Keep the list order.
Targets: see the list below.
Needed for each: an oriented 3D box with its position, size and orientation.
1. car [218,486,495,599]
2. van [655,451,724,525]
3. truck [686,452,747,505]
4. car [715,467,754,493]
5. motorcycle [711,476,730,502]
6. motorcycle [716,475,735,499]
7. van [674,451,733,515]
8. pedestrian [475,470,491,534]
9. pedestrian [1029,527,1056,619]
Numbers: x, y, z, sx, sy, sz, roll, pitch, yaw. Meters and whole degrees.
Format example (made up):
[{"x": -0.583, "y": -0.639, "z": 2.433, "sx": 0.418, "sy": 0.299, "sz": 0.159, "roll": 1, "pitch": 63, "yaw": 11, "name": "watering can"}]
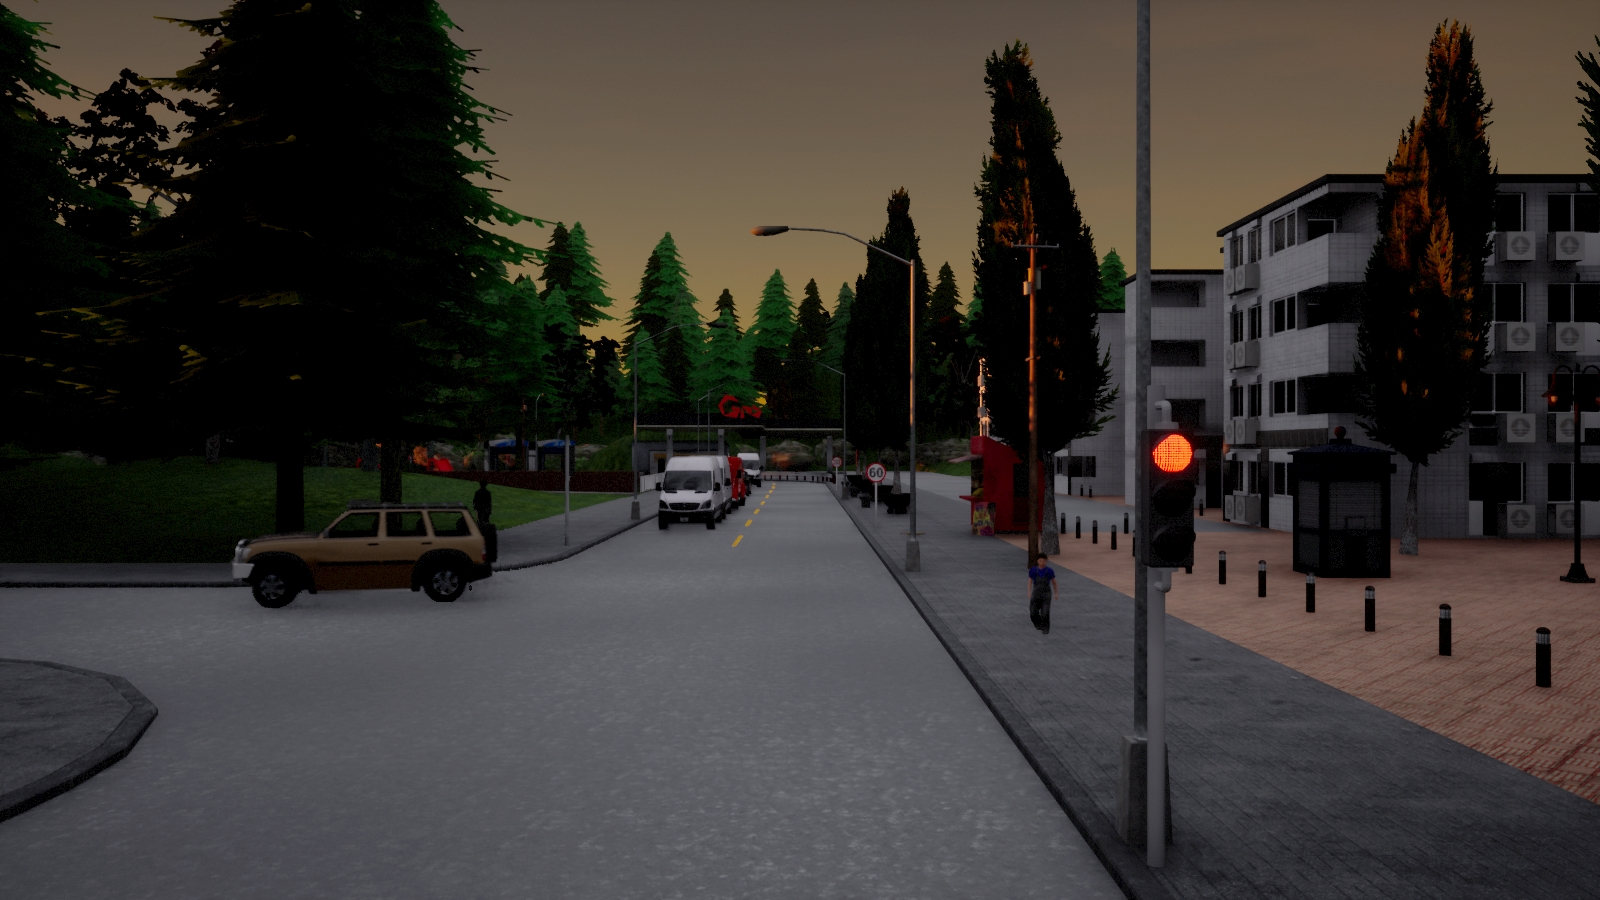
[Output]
[{"x": -8.113, "y": 1.641, "z": 21.270, "sx": 4.605, "sy": 1.855, "sz": 1.932, "roll": 0, "pitch": 0, "yaw": -18, "name": "car"}, {"x": -4.013, "y": 1.307, "z": 42.390, "sx": 1.988, "sy": 2.561, "sz": 5.915, "roll": 0, "pitch": 0, "yaw": 0, "name": "van"}, {"x": -3.995, "y": 1.339, "z": 55.631, "sx": 2.627, "sy": 2.467, "sz": 5.204, "roll": 0, "pitch": 0, "yaw": 0, "name": "truck"}, {"x": -3.975, "y": 1.816, "z": 70.543, "sx": 2.128, "sy": 1.511, "sz": 4.902, "roll": 0, "pitch": 0, "yaw": 0, "name": "car"}, {"x": -3.975, "y": 1.953, "z": 57.177, "sx": 0.856, "sy": 1.236, "sz": 1.805, "roll": 0, "pitch": 0, "yaw": 0, "name": "motorcycle"}, {"x": -3.988, "y": 1.975, "z": 61.268, "sx": 0.867, "sy": 1.251, "sz": 2.209, "roll": 0, "pitch": 0, "yaw": 0, "name": "motorcycle"}, {"x": -4.007, "y": 1.306, "z": 48.327, "sx": 1.988, "sy": 2.561, "sz": 5.915, "roll": 0, "pitch": 0, "yaw": 0, "name": "van"}, {"x": -9.294, "y": 1.520, "z": 33.488, "sx": 0.375, "sy": 1.860, "sz": 0.375, "roll": 0, "pitch": 0, "yaw": 0, "name": "pedestrian"}, {"x": 3.561, "y": 1.801, "z": 16.796, "sx": 0.375, "sy": 1.300, "sz": 0.375, "roll": 0, "pitch": 0, "yaw": 14, "name": "pedestrian"}]
